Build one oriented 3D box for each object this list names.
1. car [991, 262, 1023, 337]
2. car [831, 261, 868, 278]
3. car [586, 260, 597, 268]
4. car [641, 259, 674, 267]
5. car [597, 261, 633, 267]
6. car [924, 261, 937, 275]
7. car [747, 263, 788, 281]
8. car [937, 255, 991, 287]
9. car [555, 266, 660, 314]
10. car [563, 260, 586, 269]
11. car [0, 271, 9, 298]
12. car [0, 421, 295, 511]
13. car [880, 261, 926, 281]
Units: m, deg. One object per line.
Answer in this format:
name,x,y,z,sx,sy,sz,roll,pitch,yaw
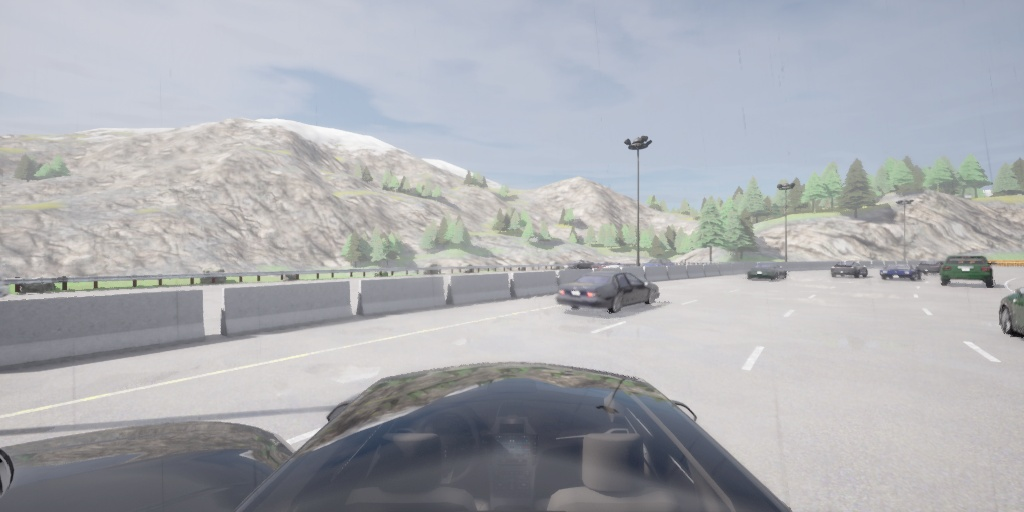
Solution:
car,12.179,1.102,7.241,2.097,1.767,4.553,0,0,42
car,31.375,1.241,33.342,4.902,1.511,2.128,0,0,-35
car,11.742,1.316,45.129,4.181,1.385,1.994,0,0,-38
car,16.070,1.098,39.627,4.553,1.767,2.097,0,0,-38
car,12.251,1.350,41.059,4.718,1.301,1.895,0,0,-39
car,43.313,1.241,36.865,4.902,1.511,2.128,0,0,-31
car,21.695,1.314,30.425,4.181,1.385,1.994,0,0,-39
car,31.523,0.972,24.836,5.566,2.045,2.150,0,0,-37
car,3.861,1.297,13.894,2.033,1.411,5.357,0,0,43
car,8.818,1.241,47.274,4.902,1.511,2.128,0,0,-38
car,-20.807,0.971,11.411,2.150,2.045,5.566,0,0,36
car,-2.983,1.255,0.534,4.892,1.490,1.837,0,0,-45
car,32.308,1.350,29.733,4.718,1.301,1.895,0,0,-35
